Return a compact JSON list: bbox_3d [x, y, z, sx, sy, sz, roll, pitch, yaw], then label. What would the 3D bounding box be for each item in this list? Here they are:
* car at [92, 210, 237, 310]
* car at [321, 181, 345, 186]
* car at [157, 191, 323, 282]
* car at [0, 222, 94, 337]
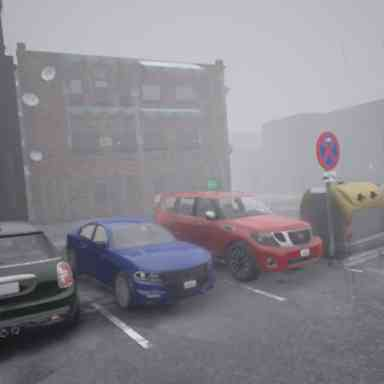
[{"bbox_3d":[-1.502,1.378,7.962,2.097,1.535,5.008,-2,1,-36],"label":"car"},{"bbox_3d":[15.339,-0.418,36.303,1.882,1.535,5.008,-5,1,-22],"label":"car"},{"bbox_3d":[0.896,1.006,9.651,2.435,2.045,5.566,-3,2,-36],"label":"car"},{"bbox_3d":[-3.777,1.346,6.275,2.185,1.767,4.553,-2,1,-36],"label":"car"}]
